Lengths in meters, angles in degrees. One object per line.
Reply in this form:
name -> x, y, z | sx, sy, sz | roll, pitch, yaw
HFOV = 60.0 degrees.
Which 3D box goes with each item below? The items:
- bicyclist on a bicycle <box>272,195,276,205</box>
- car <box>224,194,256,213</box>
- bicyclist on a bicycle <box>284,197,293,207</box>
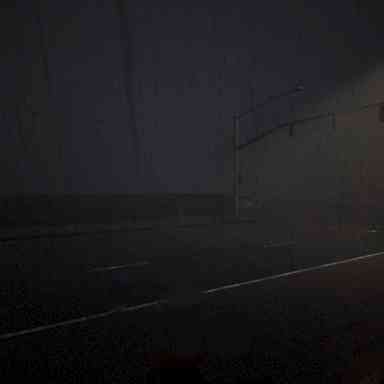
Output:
bicyclist on a bicycle -> 13.404, 1.323, 54.417 | 0.582, 1.620, 1.656 | 0, 0, 21
car -> 4.370, 1.236, 35.975 | 2.150, 2.045, 5.566 | 0, 0, -35
bicyclist on a bicycle -> 14.408, 1.475, 49.509 | 1.656, 1.620, 0.582 | 0, 0, -23
